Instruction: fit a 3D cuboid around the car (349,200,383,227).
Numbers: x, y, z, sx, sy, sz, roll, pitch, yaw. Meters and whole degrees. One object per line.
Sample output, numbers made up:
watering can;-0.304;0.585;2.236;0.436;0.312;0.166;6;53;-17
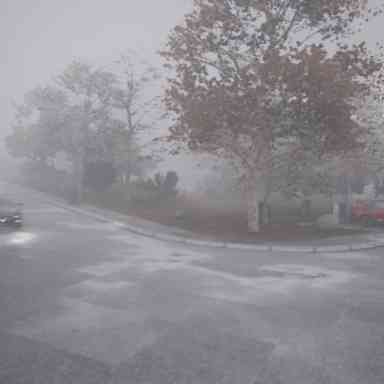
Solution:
car;14.766;1.633;24.703;5.566;2.045;2.435;0;-1;32

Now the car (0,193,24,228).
car;-9.720;0.839;16.471;1.837;1.490;4.892;2;2;-38
